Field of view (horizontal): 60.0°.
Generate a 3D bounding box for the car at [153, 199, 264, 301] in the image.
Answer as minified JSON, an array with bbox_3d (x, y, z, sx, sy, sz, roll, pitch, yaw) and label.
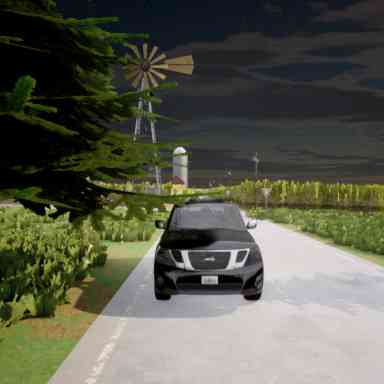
[{"bbox_3d":[0.336,1.221,8.709,2.150,2.045,5.566,0,0,0],"label":"car"}]
